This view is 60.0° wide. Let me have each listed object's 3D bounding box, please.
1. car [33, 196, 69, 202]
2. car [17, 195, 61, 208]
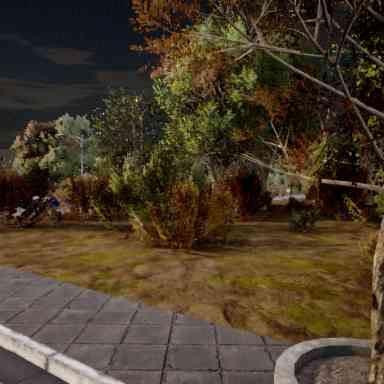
[{"bbox_3d":[-17.572,1.245,41.306,1.882,1.535,5.008,0,0,32],"label":"car"},{"bbox_3d":[-20.087,1.221,43.881,1.882,1.535,5.008,0,0,32],"label":"car"}]
